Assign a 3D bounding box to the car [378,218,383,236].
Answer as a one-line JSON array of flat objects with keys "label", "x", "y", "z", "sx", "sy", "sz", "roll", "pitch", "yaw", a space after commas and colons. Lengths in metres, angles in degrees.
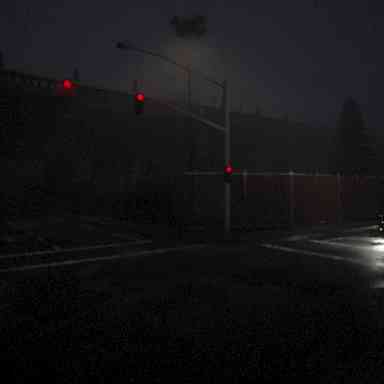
[{"label": "car", "x": 10.774, "y": 1.400, "z": 15.975, "sx": 4.181, "sy": 1.385, "sz": 1.994, "roll": -1, "pitch": 0, "yaw": -35}]
